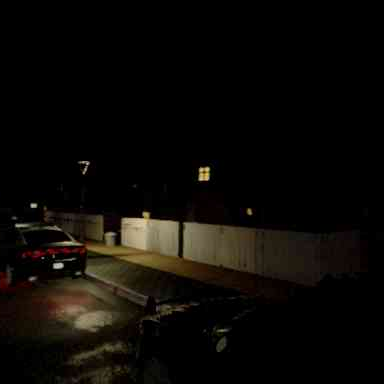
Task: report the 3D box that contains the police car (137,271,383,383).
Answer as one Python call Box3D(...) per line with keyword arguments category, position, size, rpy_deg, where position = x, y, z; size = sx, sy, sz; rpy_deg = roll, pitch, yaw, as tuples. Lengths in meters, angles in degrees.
Box3D(category="police car", position=(1.302, 1.571, 2.973), size=(1.930, 1.638, 5.238), rpy_deg=(3, -3, -40))

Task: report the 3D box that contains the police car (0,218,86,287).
Box3D(category="police car", position=(-5.127, 1.762, 10.633), size=(1.930, 1.638, 5.238), rpy_deg=(3, -3, -40))
